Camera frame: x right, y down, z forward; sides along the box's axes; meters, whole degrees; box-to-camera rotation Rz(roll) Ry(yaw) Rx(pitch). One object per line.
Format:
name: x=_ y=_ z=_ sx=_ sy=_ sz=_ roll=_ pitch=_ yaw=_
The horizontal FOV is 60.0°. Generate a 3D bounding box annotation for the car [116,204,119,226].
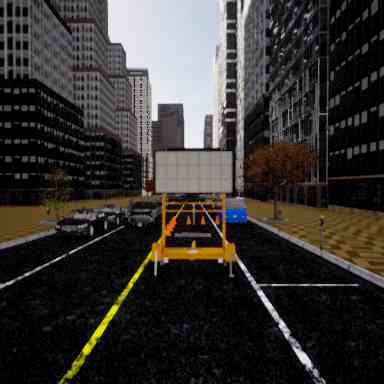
car: x=-5.652 y=1.535 z=23.055 sx=2.008 sy=1.369 sz=4.403 roll=-1 pitch=0 yaw=0

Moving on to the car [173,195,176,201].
car: x=-5.518 y=1.533 z=84.930 sx=1.887 sy=1.381 sz=4.507 roll=-1 pitch=0 yaw=0

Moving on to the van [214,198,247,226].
van: x=2.724 y=1.325 z=23.038 sx=1.690 sy=1.788 sz=3.998 roll=-1 pitch=0 yaw=0

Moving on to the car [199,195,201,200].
car: x=2.826 y=1.547 z=68.036 sx=1.947 sy=1.339 sz=4.313 roll=-1 pitch=0 yaw=0

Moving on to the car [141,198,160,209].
car: x=-5.603 y=1.529 z=45.555 sx=2.008 sy=1.369 sz=4.403 roll=-1 pitch=0 yaw=0

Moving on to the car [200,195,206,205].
car: x=2.801 y=1.504 z=56.958 sx=1.752 sy=1.417 sz=4.829 roll=-1 pitch=0 yaw=0

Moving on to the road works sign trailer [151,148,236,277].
road works sign trailer: x=0.060 y=0.456 z=10.210 sx=2.380 sy=3.560 sz=2.880 roll=0 pitch=0 yaw=1

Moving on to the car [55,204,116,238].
car: x=-5.664 y=1.538 z=17.431 sx=2.008 sy=1.369 sz=4.403 roll=-1 pitch=0 yaw=0

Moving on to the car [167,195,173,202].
car: x=-5.557 y=1.421 z=68.055 sx=1.967 sy=1.590 sz=4.097 roll=-1 pitch=0 yaw=0

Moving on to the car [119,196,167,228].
car: x=-3.052 y=1.336 z=21.727 sx=2.097 sy=1.767 sz=4.553 roll=0 pitch=0 yaw=0

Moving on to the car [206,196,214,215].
car: x=2.750 y=1.421 z=34.287 sx=1.967 sy=1.590 sz=4.097 roll=-1 pitch=0 yaw=0
